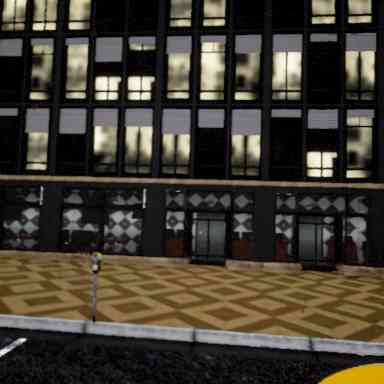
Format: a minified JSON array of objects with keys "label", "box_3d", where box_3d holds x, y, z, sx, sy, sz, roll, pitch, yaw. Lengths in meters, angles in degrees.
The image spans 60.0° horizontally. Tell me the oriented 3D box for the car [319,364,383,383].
[{"label":"car","box_3d":[3.300,1.751,1.986,5.008,1.535,1.882,2,-3,5]}]
